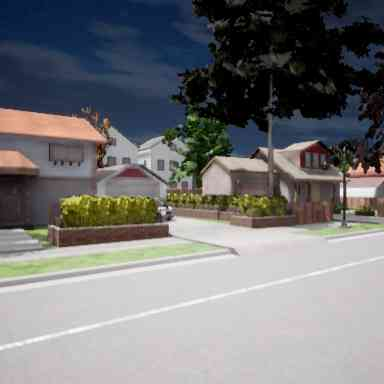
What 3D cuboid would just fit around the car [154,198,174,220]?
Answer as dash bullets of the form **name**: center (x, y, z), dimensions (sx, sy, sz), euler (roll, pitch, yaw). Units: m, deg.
- **car**: center (-2.887, 1.145, 22.560), dimensions (1.970, 1.475, 3.806), euler (0, 0, -35)
